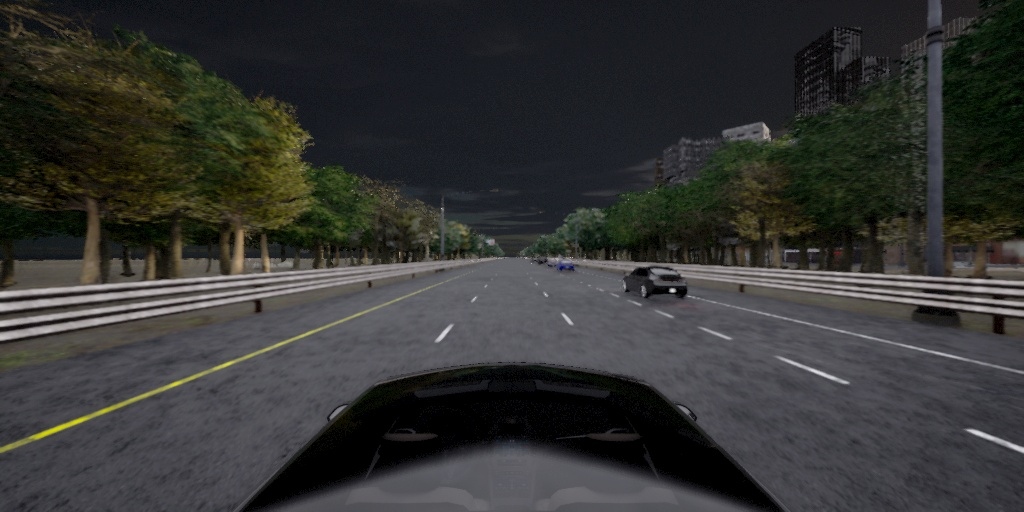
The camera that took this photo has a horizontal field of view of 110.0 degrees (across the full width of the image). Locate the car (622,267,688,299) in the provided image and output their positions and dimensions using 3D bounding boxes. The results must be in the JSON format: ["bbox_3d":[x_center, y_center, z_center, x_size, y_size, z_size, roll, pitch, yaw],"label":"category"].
[{"bbox_3d":[7.004,1.262,18.063,1.837,1.490,4.892,0,0,0],"label":"car"}]

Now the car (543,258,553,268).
[{"bbox_3d":[7.115,1.413,64.015,1.895,1.301,4.718,0,0,0],"label":"car"}]

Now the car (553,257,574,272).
[{"bbox_3d":[7.051,1.272,47.962,1.882,1.535,5.008,0,0,0],"label":"car"}]
